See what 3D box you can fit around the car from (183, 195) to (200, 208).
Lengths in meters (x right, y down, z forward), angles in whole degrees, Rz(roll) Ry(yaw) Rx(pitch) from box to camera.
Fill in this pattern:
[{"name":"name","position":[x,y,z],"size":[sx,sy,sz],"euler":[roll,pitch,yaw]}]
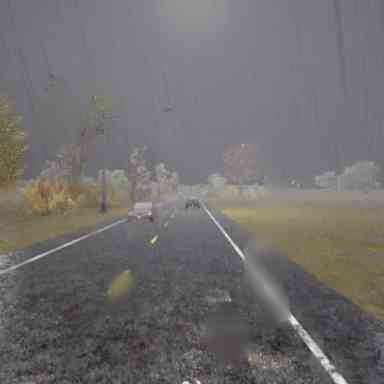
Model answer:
[{"name":"car","position":[0.111,1.388,44.942],"size":[1.837,1.490,4.892],"euler":[0,0,0]}]

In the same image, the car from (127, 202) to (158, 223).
[{"name":"car","position":[-3.596,1.463,25.065],"size":[1.812,1.442,4.674],"euler":[0,0,0]}]
